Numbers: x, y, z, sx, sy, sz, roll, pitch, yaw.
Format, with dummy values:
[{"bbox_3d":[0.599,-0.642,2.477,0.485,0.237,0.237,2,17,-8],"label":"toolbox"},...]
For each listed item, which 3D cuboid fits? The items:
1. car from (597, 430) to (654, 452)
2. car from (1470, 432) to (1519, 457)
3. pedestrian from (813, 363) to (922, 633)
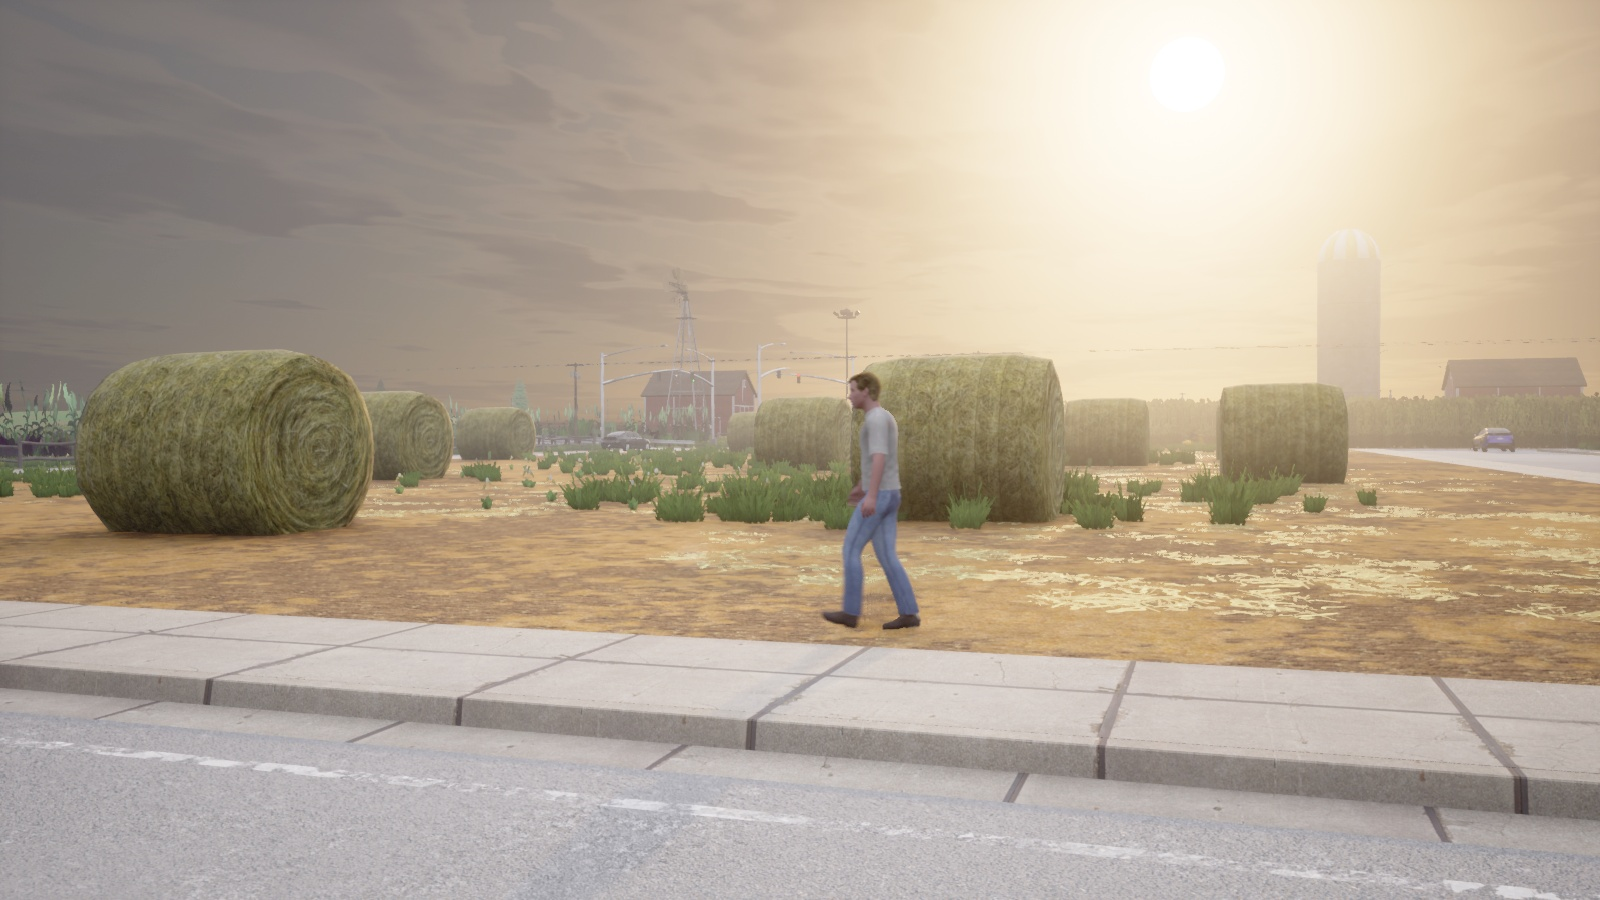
[{"bbox_3d":[-12.362,-0.680,89.347,1.837,1.490,4.892,1,1,21],"label":"car"},{"bbox_3d":[43.721,-0.356,79.158,2.007,1.525,4.514,0,1,20],"label":"car"},{"bbox_3d":[0.474,0.322,8.765,0.706,1.836,0.354,0,1,13],"label":"pedestrian"}]
